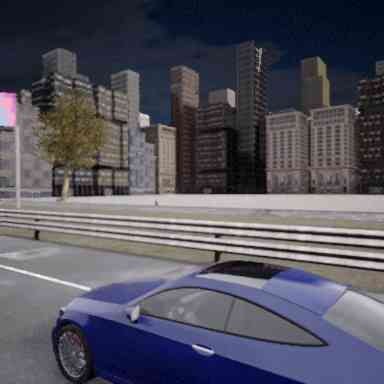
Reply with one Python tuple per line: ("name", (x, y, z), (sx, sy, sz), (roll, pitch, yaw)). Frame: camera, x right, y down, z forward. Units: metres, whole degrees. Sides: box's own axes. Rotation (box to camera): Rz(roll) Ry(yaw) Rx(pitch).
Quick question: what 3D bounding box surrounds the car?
("car", (0.372, 1.529, 3.727), (4.674, 1.442, 1.812), (0, 0, 36))
